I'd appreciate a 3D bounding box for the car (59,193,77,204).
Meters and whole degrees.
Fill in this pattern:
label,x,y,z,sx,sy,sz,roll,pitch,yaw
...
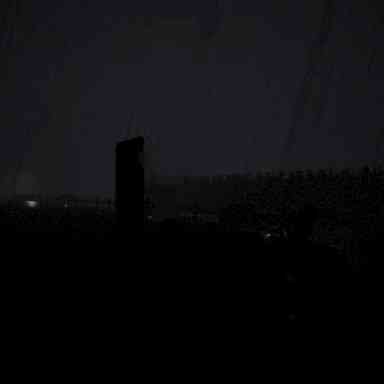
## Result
label,x,y,z,sx,sy,sz,roll,pitch,yaw
car,-20.422,1.011,54.984,2.097,1.767,4.553,0,0,-35

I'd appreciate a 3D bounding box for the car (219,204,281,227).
label,x,y,z,sx,sy,sz,roll,pitch,yaw
car,3.549,1.421,20.695,1.994,1.385,4.181,0,0,-35

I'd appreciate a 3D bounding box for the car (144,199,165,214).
label,x,y,z,sx,sy,sz,roll,pitch,yaw
car,-4.294,1.348,31.913,1.994,1.385,4.181,0,0,-35
